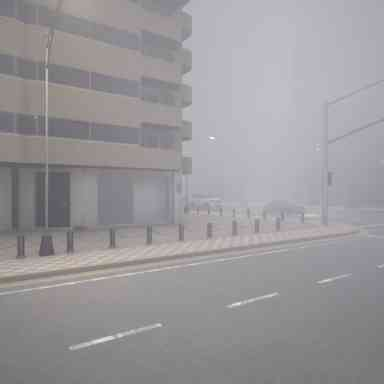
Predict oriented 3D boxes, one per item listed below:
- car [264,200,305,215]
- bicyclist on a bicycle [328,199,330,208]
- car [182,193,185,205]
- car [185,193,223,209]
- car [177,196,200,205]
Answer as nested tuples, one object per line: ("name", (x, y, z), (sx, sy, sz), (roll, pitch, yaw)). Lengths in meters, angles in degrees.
("car", (9.334, 1.509, 33.803), (1.994, 1.385, 4.181), (0, 0, -35))
("bicyclist on a bicycle", (17.404, 1.245, 43.090), (1.656, 1.620, 0.582), (0, 0, -35))
("car", (-3.434, 1.166, 58.421), (2.150, 2.045, 5.566), (0, 0, -34))
("car", (1.796, 1.163, 44.530), (2.150, 2.045, 5.566), (0, 0, -35))
("car", (-0.697, 1.449, 60.622), (1.837, 1.490, 4.892), (0, 0, -34))
